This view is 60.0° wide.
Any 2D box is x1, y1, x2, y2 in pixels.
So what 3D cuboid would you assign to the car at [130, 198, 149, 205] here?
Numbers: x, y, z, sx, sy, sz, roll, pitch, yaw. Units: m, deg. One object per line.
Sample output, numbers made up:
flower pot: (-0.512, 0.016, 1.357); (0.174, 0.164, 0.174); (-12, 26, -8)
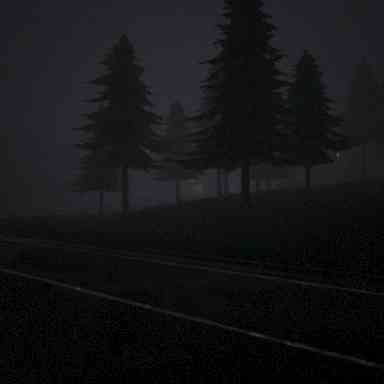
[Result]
car: (-11.841, 2.058, 75.367); (1.882, 1.535, 5.008); (-1, 0, 35)
